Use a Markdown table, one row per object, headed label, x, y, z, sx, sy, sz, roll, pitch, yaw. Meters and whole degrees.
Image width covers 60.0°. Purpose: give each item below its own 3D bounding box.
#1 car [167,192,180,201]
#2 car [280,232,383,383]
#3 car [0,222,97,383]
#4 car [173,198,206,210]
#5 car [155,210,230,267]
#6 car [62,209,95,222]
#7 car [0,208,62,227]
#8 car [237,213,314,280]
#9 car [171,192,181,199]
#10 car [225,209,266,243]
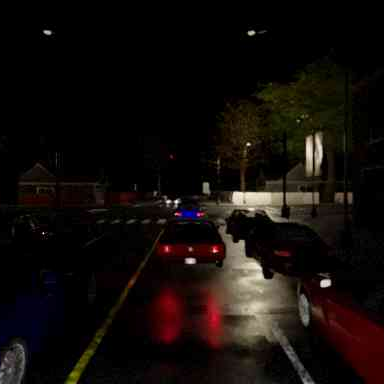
| label | x | y | z | sx | sy | sz | roll | pitch | yaw |
| --- | --- | --- | --- | --- | --- | --- | --- | --- | --- |
| car | -3.601 | 0.851 | 61.563 | 1.837 | 1.490 | 4.892 | 0 | 1 | 0 |
| car | 2.611 | 1.499 | 3.809 | 1.887 | 1.381 | 4.507 | 0 | 1 | 0 |
| car | -2.784 | 1.469 | 5.012 | 1.812 | 1.442 | 4.674 | 0 | 1 | 0 |
| car | -0.164 | 1.302 | 19.894 | 1.812 | 1.442 | 4.674 | 0 | 1 | 0 |
| car | -0.034 | 1.478 | 10.839 | 1.895 | 1.301 | 4.718 | 0 | 1 | 0 |
| car | -5.508 | 1.418 | 14.775 | 1.802 | 1.307 | 4.206 | 0 | 1 | 0 |
| car | -5.461 | 1.338 | 9.254 | 1.967 | 1.590 | 4.097 | 0 | 1 | 0 |
| car | 2.564 | 1.475 | 9.327 | 1.802 | 1.307 | 4.206 | 0 | 1 | 0 |
| car | -3.740 | 0.734 | 77.143 | 2.033 | 1.411 | 5.357 | 0 | 1 | -1 |
| car | 2.517 | 1.397 | 14.845 | 1.947 | 1.339 | 4.313 | 0 | 1 | 0 |
